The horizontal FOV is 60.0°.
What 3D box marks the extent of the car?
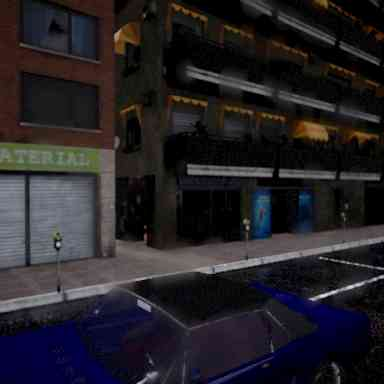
[{"bbox_3d":[-0.334,1.604,3.161,4.718,1.301,1.895,0,0,-36],"label":"car"}]
